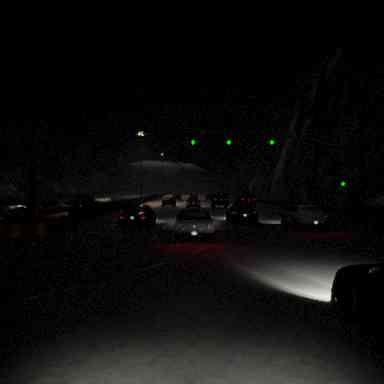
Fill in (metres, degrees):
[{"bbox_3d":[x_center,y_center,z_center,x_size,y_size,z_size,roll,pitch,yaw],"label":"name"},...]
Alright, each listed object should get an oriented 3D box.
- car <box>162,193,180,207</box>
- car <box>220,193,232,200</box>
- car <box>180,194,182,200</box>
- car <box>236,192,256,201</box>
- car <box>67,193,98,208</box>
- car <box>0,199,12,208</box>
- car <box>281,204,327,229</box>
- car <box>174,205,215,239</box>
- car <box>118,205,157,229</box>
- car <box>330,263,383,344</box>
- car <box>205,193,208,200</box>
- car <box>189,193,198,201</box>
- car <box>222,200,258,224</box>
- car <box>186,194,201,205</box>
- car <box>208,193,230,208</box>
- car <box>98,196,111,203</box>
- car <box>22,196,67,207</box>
[{"bbox_3d":[-3.266,1.306,48.085,2.128,1.511,4.902,0,1,0],"label":"car"},{"bbox_3d":[7.326,0.972,72.738,2.033,1.411,5.357,0,1,0],"label":"car"},{"bbox_3d":[-3.192,0.953,70.548,1.882,1.535,5.008,0,1,0],"label":"car"},{"bbox_3d":[7.208,1.072,44.789,2.150,2.045,5.566,0,1,0],"label":"car"},{"bbox_3d":[-13.917,1.097,41.595,2.150,2.045,5.566,0,0,0],"label":"car"},{"bbox_3d":[-24.420,1.478,41.235,1.895,1.301,4.718,0,0,0],"label":"car"},{"bbox_3d":[7.087,1.509,21.327,1.812,1.442,4.674,0,0,0],"label":"car"},{"bbox_3d":[0.100,1.587,17.353,1.895,1.301,4.718,0,0,0],"label":"car"},{"bbox_3d":[-3.400,1.528,21.439,2.033,1.411,5.357,0,0,0],"label":"car"},{"bbox_3d":[3.600,1.561,4.600,1.994,1.385,4.181,0,0,0],"label":"car"},{"bbox_3d":[3.808,1.002,70.500,2.128,1.511,4.902,0,1,0],"label":"car"},{"bbox_3d":[0.308,1.029,70.487,1.994,1.385,4.181,0,1,0],"label":"car"},{"bbox_3d":[3.602,1.537,24.546,1.994,1.385,4.181,0,0,0],"label":"car"},{"bbox_3d":[0.195,1.413,43.157,2.033,1.411,5.357,0,1,0],"label":"car"},{"bbox_3d":[3.707,1.074,44.586,2.150,2.045,5.566,0,1,0],"label":"car"},{"bbox_3d":[-13.838,1.295,51.775,1.812,1.442,4.674,0,1,0],"label":"car"},{"bbox_3d":[-13.992,1.437,31.502,1.837,1.490,4.892,0,0,0],"label":"car"}]
